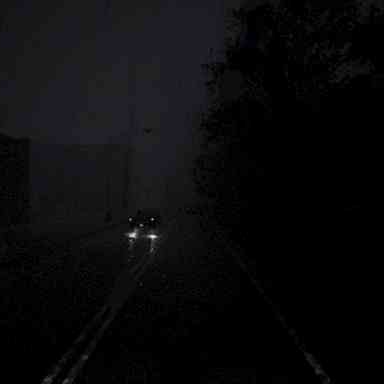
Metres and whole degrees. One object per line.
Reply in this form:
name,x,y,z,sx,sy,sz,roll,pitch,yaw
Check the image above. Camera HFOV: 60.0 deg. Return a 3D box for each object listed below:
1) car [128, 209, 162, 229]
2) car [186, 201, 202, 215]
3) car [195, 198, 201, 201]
car,-3.320,1.909,24.070,1.895,1.301,4.718,0,-1,0
car,0.279,2.157,42.146,1.994,1.385,4.181,0,-1,1
car,1.380,2.559,89.180,1.895,1.301,4.718,0,-1,2
